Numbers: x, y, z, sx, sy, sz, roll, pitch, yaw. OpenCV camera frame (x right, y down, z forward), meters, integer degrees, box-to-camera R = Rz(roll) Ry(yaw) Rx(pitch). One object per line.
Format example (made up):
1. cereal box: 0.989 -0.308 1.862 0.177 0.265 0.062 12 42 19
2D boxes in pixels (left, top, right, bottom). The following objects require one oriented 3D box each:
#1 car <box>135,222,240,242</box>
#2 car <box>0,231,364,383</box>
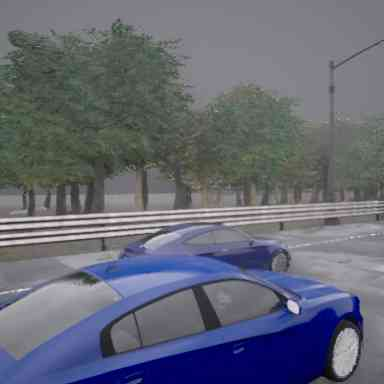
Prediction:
1. car: 0.447 1.474 8.301 4.674 1.442 1.812 -1 0 -35
2. car: -0.068 1.457 3.663 5.008 1.535 1.882 -1 0 -35
